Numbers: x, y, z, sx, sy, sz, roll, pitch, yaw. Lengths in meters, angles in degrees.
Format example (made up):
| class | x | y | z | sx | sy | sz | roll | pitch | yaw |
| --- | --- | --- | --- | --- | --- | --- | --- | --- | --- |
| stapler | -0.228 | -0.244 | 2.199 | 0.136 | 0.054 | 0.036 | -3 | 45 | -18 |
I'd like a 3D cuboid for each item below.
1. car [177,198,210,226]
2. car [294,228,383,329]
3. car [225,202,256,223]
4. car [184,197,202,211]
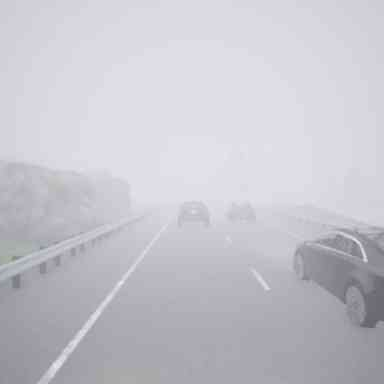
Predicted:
| class | x | y | z | sx | sy | sz | roll | pitch | yaw |
| --- | --- | --- | --- | --- | --- | --- | --- | --- | --- |
| car | 0.108 | 1.328 | 23.148 | 2.097 | 1.767 | 4.553 | 0 | 0 | 0 |
| car | 3.603 | 1.484 | 6.907 | 2.128 | 1.511 | 4.902 | 0 | 0 | 0 |
| car | 3.609 | 1.465 | 25.195 | 2.128 | 1.511 | 4.902 | 0 | 0 | 0 |
| car | 0.067 | 1.448 | 41.017 | 2.128 | 1.511 | 4.902 | 0 | 0 | -1 |
